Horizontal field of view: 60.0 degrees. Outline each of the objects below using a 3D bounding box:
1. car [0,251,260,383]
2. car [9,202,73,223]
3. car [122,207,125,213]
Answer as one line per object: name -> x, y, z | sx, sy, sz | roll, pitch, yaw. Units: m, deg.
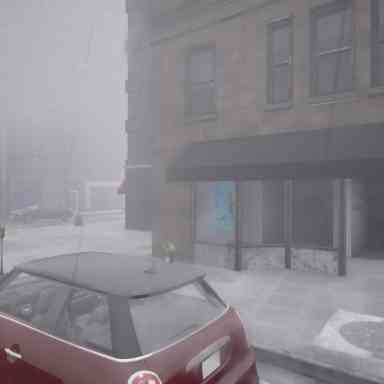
car -> -1.418, 1.440, 3.864 | 4.097, 1.590, 1.967 | 0, 0, 36
car -> -11.376, 1.516, 25.386 | 1.812, 1.442, 4.674 | 0, 0, 37
car -> -5.136, 1.556, 34.229 | 1.994, 1.385, 4.181 | 0, 0, 35
